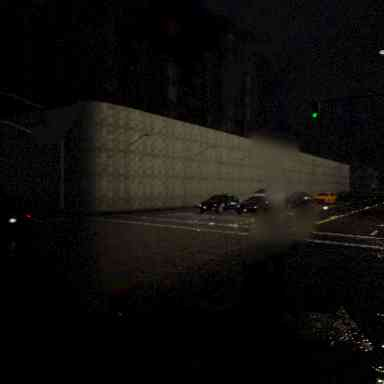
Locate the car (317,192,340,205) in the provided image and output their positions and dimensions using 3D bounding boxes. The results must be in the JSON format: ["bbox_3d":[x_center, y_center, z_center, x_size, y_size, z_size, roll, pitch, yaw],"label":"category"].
[{"bbox_3d":[16.641,0.787,41.626,1.882,1.535,5.008,1,1,37],"label":"car"}]

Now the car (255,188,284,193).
[{"bbox_3d":[8.272,0.568,36.191,2.150,2.045,5.566,1,1,37],"label":"car"}]

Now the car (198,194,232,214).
[{"bbox_3d":[2.449,0.960,28.247,1.837,1.490,4.892,1,1,36],"label":"car"}]

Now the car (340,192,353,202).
[{"bbox_3d":[22.680,0.676,49.796,1.882,1.535,5.008,1,1,36],"label":"car"}]

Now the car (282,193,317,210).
[{"bbox_3d":[10.639,1.021,33.502,1.895,1.301,4.718,1,1,36],"label":"car"}]

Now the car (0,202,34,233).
[{"bbox_3d":[-9.124,1.167,15.889,1.994,1.385,4.181,0,1,-43],"label":"car"}]

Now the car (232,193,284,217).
[{"bbox_3d":[5.254,1.046,26.156,1.812,1.442,4.674,1,1,36],"label":"car"}]

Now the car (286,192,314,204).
[{"bbox_3d":[14.601,0.779,44.730,2.033,1.411,5.357,1,1,37],"label":"car"}]
